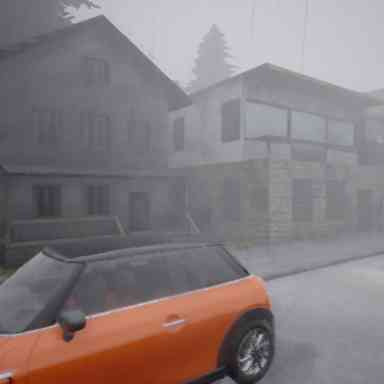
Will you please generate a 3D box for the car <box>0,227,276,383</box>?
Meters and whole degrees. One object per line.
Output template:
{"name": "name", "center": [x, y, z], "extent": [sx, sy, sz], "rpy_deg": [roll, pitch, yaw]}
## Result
{"name": "car", "center": [-1.185, 1.348, 3.756], "extent": [4.553, 1.767, 2.097], "rpy_deg": [0, 0, -35]}
